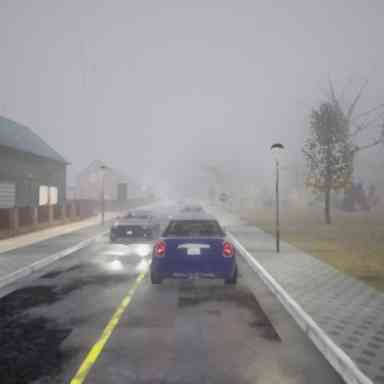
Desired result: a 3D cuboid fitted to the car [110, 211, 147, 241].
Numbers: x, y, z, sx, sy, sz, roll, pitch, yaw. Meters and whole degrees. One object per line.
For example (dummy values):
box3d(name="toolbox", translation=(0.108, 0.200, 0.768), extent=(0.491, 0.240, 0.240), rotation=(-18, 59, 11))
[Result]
box3d(name="car", translation=(-2.835, 1.656, 17.057), extent=(1.994, 1.385, 4.181), rotation=(0, 0, 0))

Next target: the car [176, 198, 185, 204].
box3d(name="car", translation=(-2.685, 2.073, 76.145), extent=(1.812, 1.442, 4.674), rotation=(0, -1, 0))

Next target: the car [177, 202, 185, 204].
box3d(name="car", translation=(0.061, 1.685, 24.344), extent=(2.033, 1.411, 5.357), rotation=(0, 0, 1))

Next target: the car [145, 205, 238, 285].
box3d(name="car", translation=(0.060, 1.402, 9.805), extent=(2.097, 1.767, 4.553), rotation=(0, 0, 0))
